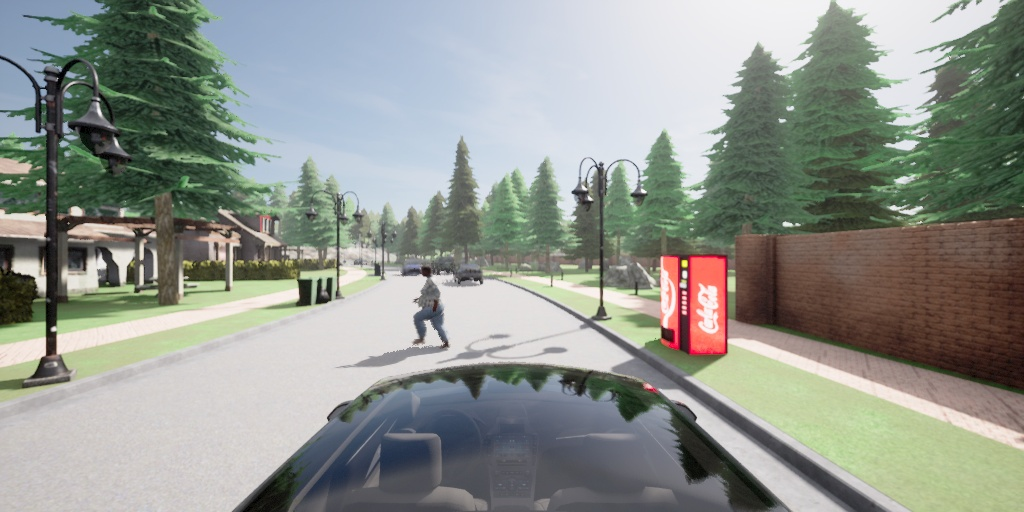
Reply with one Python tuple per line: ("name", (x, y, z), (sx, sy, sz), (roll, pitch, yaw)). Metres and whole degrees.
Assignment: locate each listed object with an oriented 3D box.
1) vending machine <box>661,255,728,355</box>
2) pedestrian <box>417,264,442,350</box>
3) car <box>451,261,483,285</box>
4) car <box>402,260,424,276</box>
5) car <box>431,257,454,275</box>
("vending machine", (3.683, 0.961, 7.337), (1.100, 2.100, 0.880), (0, 0, -4))
("pedestrian", (-1.765, 1.062, 7.707), (0.375, 1.860, 0.375), (0, 0, -4))
("car", (-3.344, 1.332, 27.224), (1.837, 1.490, 4.892), (0, 0, -14))
("car", (-10.622, 1.214, 38.418), (2.097, 1.767, 4.553), (0, 0, -21))
("car", (-8.088, 1.093, 42.168), (2.150, 2.045, 5.566), (0, 0, -22))
